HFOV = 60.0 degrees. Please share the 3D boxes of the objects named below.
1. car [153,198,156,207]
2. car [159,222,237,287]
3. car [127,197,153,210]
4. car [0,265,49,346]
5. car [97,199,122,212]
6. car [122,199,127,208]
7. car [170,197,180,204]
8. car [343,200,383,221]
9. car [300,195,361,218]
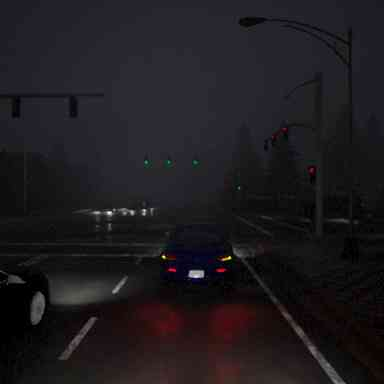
[{"bbox_3d":[-7.141,1.695,55.386,1.837,1.490,4.892,0,0,0],"label":"car"},{"bbox_3d":[0.186,1.558,9.295,1.812,1.442,4.674,0,0,2],"label":"car"},{"bbox_3d":[-7.153,1.511,46.245,2.097,1.767,4.553,0,0,0],"label":"car"},{"bbox_3d":[-3.438,1.520,3.960,1.837,1.490,4.892,0,0,0],"label":"car"},{"bbox_3d":[-10.649,1.671,42.184,1.812,1.442,4.674,0,0,0],"label":"car"},{"bbox_3d":[-10.653,1.777,51.283,1.895,1.301,4.718,0,0,0],"label":"car"},{"bbox_3d":[-3.489,1.804,69.846,1.994,1.385,4.181,0,0,0],"label":"car"},{"bbox_3d":[15.881,1.642,27.502,5.357,1.411,2.033,0,0,0],"label":"car"},{"bbox_3d":[13.059,1.329,31.001,5.566,2.045,2.150,0,0,0],"label":"car"}]
